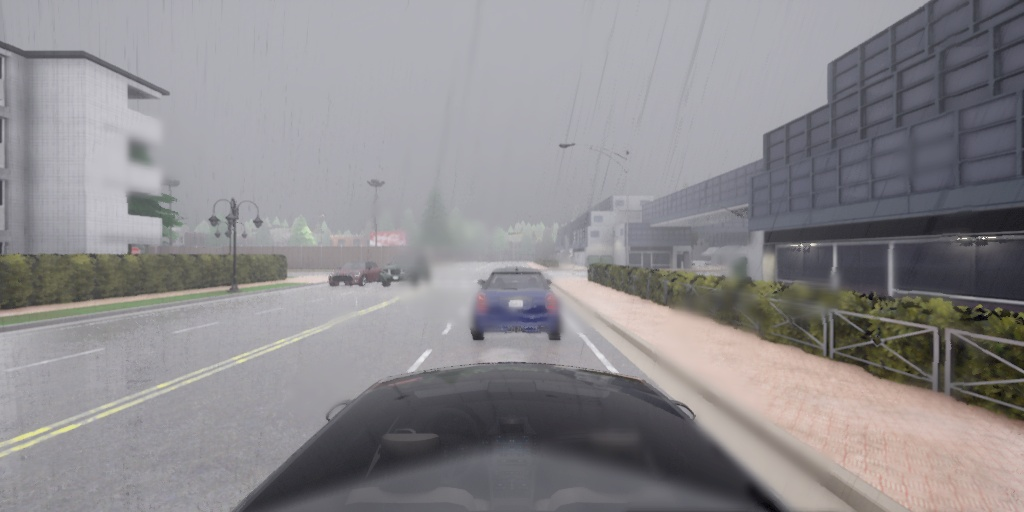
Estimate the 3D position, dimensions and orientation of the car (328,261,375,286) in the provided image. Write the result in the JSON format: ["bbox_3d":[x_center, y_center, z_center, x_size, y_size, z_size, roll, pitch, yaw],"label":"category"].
[{"bbox_3d":[-10.469,1.123,24.324,2.097,1.767,4.553,0,0,0],"label":"car"}]

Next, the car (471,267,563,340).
[{"bbox_3d":[0.119,1.090,10.056,2.097,1.767,4.553,0,0,0],"label":"car"}]

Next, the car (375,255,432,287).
[{"bbox_3d":[-6.969,0.946,24.241,2.150,2.045,5.566,0,0,0],"label":"car"}]
